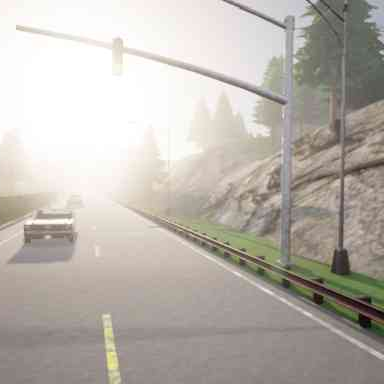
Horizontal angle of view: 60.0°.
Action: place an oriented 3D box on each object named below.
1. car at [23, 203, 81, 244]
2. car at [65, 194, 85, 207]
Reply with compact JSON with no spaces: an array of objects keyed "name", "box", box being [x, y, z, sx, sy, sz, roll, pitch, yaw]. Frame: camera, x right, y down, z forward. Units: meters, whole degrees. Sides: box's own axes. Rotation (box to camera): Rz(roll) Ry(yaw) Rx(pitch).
[{"name":"car","box":[-6.090,1.375,14.682,1.895,1.301,4.718,1,0,-17]},{"name":"car","box":[-13.743,0.967,39.189,1.837,1.490,4.892,1,1,-17]}]
